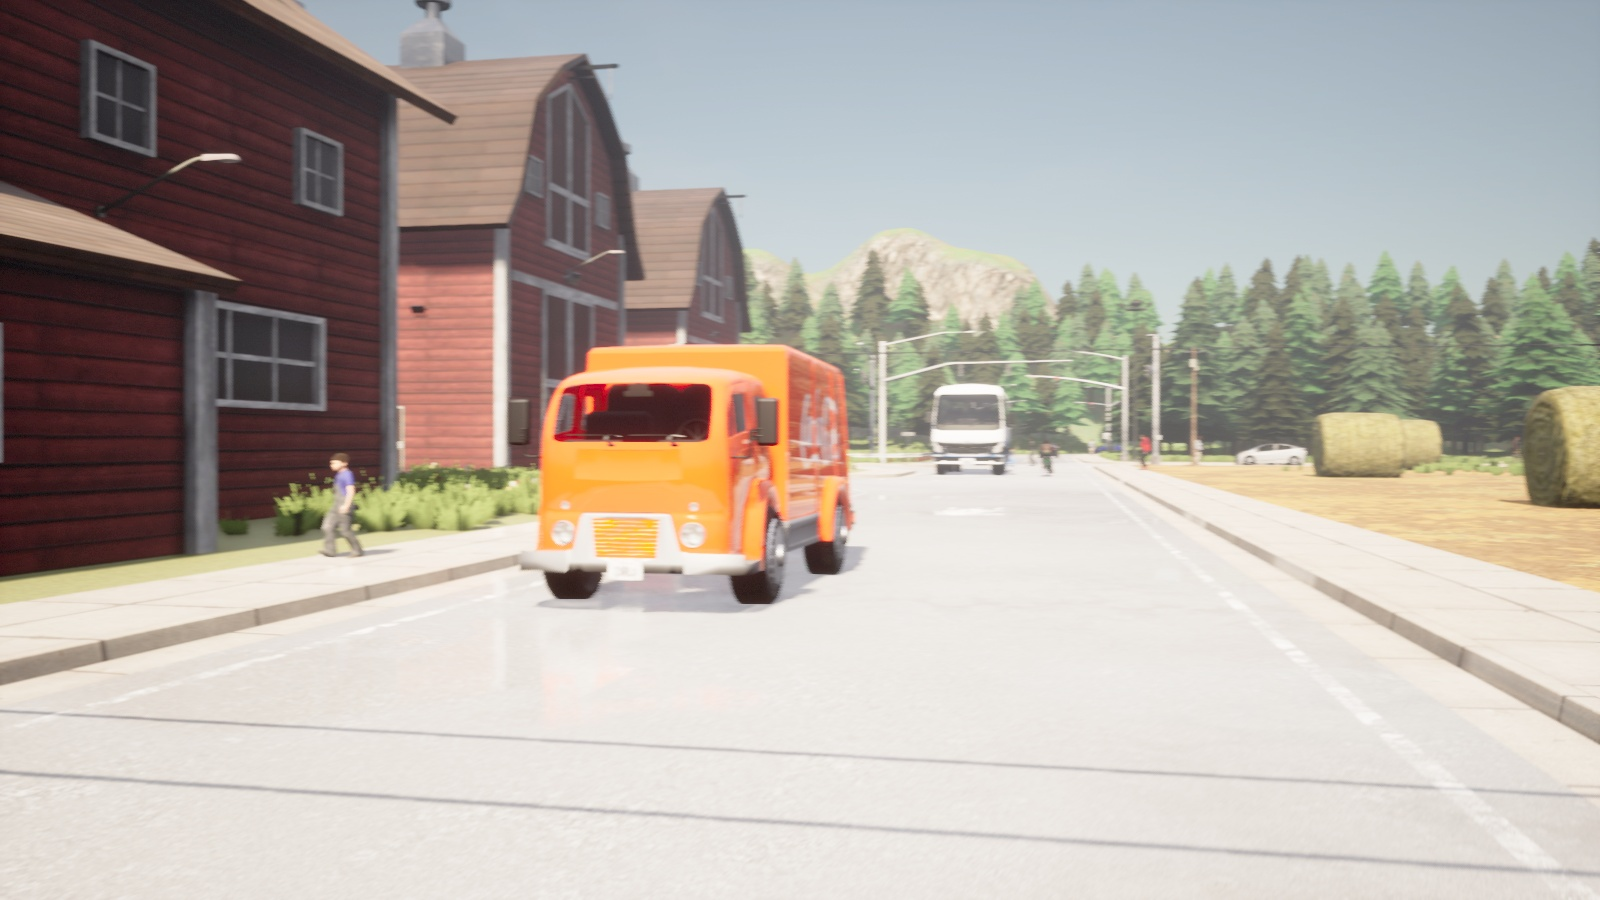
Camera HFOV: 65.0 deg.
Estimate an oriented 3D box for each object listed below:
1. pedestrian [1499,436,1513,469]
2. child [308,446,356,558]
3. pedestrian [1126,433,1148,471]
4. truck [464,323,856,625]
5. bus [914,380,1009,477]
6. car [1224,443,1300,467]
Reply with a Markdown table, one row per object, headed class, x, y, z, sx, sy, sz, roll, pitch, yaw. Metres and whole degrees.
| class | x | y | z | sx | sy | sz | roll | pitch | yaw |
| --- | --- | --- | --- | --- | --- | --- | --- | --- | --- |
| pedestrian | 39.682 | 0.118 | 70.600 | 0.703 | 1.840 | 0.431 | 0 | 0 | 29 |
| child | -5.364 | 0.586 | 14.394 | 0.437 | 1.263 | 0.270 | 0 | 0 | -42 |
| pedestrian | 16.713 | 0.093 | 62.301 | 0.899 | 1.844 | 0.634 | 0 | 0 | 4 |
| truck | -1.095 | 0.178 | 13.067 | 2.627 | 2.467 | 5.204 | 0 | 0 | 11 |
| bus | 7.972 | -0.961 | 60.634 | 3.944 | 4.253 | 10.273 | 0 | 0 | 11 |
| car | 31.090 | 0.318 | 84.603 | 4.514 | 1.525 | 2.007 | 0 | 0 | 12 |
